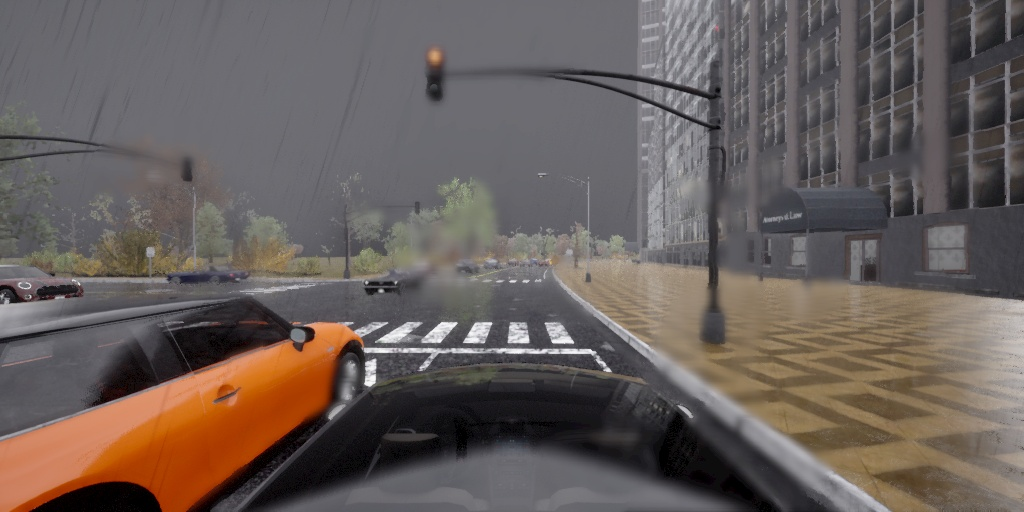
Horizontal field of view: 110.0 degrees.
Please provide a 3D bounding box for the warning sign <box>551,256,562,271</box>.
[{"bbox_3d":[5.473,0.870,44.136,1.300,1.860,1.060,0,0,7],"label":"warning sign"}]

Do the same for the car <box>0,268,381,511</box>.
[{"bbox_3d":[-3.102,1.102,3.209,2.097,1.767,4.553,0,0,0],"label":"car"}]

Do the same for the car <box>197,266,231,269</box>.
[{"bbox_3d":[-20.913,1.372,24.763,4.718,1.301,1.895,0,0,4],"label":"car"}]

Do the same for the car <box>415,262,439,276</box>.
[{"bbox_3d":[-8.318,1.273,33.940,1.812,1.442,4.674,0,0,5],"label":"car"}]

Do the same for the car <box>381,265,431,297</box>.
[{"bbox_3d":[-6.102,1.349,19.194,1.895,1.301,4.718,0,0,3],"label":"car"}]

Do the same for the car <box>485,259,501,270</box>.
[{"bbox_3d":[-2.806,1.278,53.160,1.812,1.442,4.674,0,0,8],"label":"car"}]

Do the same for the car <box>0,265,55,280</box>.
[{"bbox_3d":[-20.962,1.159,14.990,4.553,1.767,2.097,0,0,4],"label":"car"}]

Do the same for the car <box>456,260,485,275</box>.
[{"bbox_3d":[-4.601,1.350,38.641,1.895,1.301,4.718,0,0,6],"label":"car"}]
